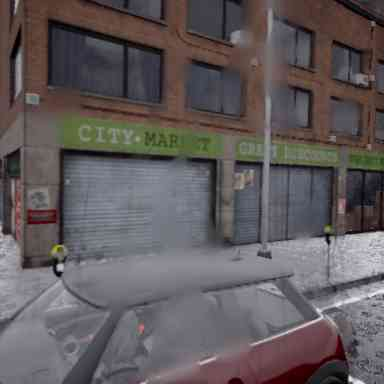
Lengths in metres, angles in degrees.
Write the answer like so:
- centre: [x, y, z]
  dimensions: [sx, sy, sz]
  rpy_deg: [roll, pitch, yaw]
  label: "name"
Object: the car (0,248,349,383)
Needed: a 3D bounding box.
- centre: [-0.629, 1.347, 2.651]
  dimensions: [4.097, 1.590, 1.967]
  rpy_deg: [1, 1, -34]
  label: "car"
